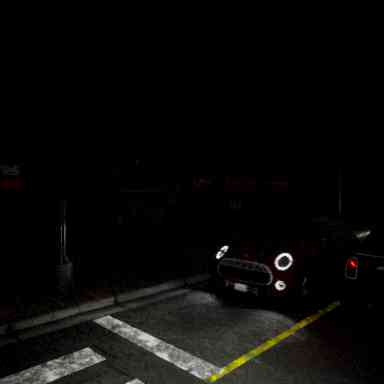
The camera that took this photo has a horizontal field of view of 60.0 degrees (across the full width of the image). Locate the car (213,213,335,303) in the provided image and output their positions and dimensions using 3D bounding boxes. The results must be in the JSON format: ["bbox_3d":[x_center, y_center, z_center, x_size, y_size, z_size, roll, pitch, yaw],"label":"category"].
[{"bbox_3d":[2.588,1.397,8.515,2.097,1.767,4.553,-1,-1,45],"label":"car"}]

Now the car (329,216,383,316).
[{"bbox_3d":[4.772,1.379,6.673,2.097,1.767,4.553,-1,-1,45],"label":"car"}]
